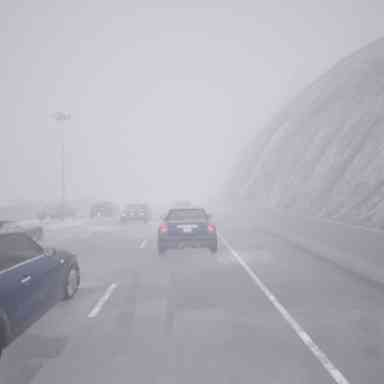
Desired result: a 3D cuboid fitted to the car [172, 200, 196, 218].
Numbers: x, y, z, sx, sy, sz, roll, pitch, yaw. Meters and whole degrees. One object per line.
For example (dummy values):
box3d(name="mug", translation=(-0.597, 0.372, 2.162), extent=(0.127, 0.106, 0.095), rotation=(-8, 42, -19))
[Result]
box3d(name="car", translation=(-0.707, 1.457, 30.267), extent=(1.994, 1.385, 4.181), rotation=(-1, 0, -2))

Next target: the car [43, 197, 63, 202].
box3d(name="car", translation=(-26.187, 1.692, 63.833), extent=(1.837, 1.490, 4.892), rotation=(-1, 0, 0))

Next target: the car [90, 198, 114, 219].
box3d(name="car", translation=(-7.689, 1.532, 29.567), extent=(1.837, 1.490, 4.892), rotation=(-1, 0, -2))

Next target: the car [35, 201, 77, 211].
box3d(name="car", translation=(-11.136, 1.701, 27.786), extent=(1.895, 1.301, 4.718), rotation=(-1, 0, -2))

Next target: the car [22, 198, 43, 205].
box3d(name="car", translation=(-29.691, 1.840, 63.085), extent=(1.994, 1.385, 4.181), rotation=(-1, 0, 0))

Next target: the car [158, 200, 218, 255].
box3d(name="car", translation=(-0.213, 1.302, 13.378), extent=(2.097, 1.767, 4.553), rotation=(-1, 0, -2))

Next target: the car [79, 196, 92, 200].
box3d(name="car", translation=(-22.551, 1.645, 70.771), extent=(2.128, 1.511, 4.902), rotation=(-1, 0, 1))

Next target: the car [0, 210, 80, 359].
box3d(name="car", translation=(-3.496, 1.395, 5.516), extent=(2.097, 1.767, 4.553), rotation=(-1, 0, -1))

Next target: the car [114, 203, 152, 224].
box3d(name="car", translation=(-4.044, 1.525, 24.649), extent=(2.033, 1.411, 5.357), rotation=(-1, 0, -2))

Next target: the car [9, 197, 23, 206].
box3d(name="car", translation=(-33.184, 1.817, 64.001), extent=(1.837, 1.490, 4.892), rotation=(-1, 0, 0))

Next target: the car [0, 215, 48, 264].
box3d(name="car", translation=(-7.172, 1.688, 12.097), extent=(1.895, 1.301, 4.718), rotation=(-1, 0, -2))
